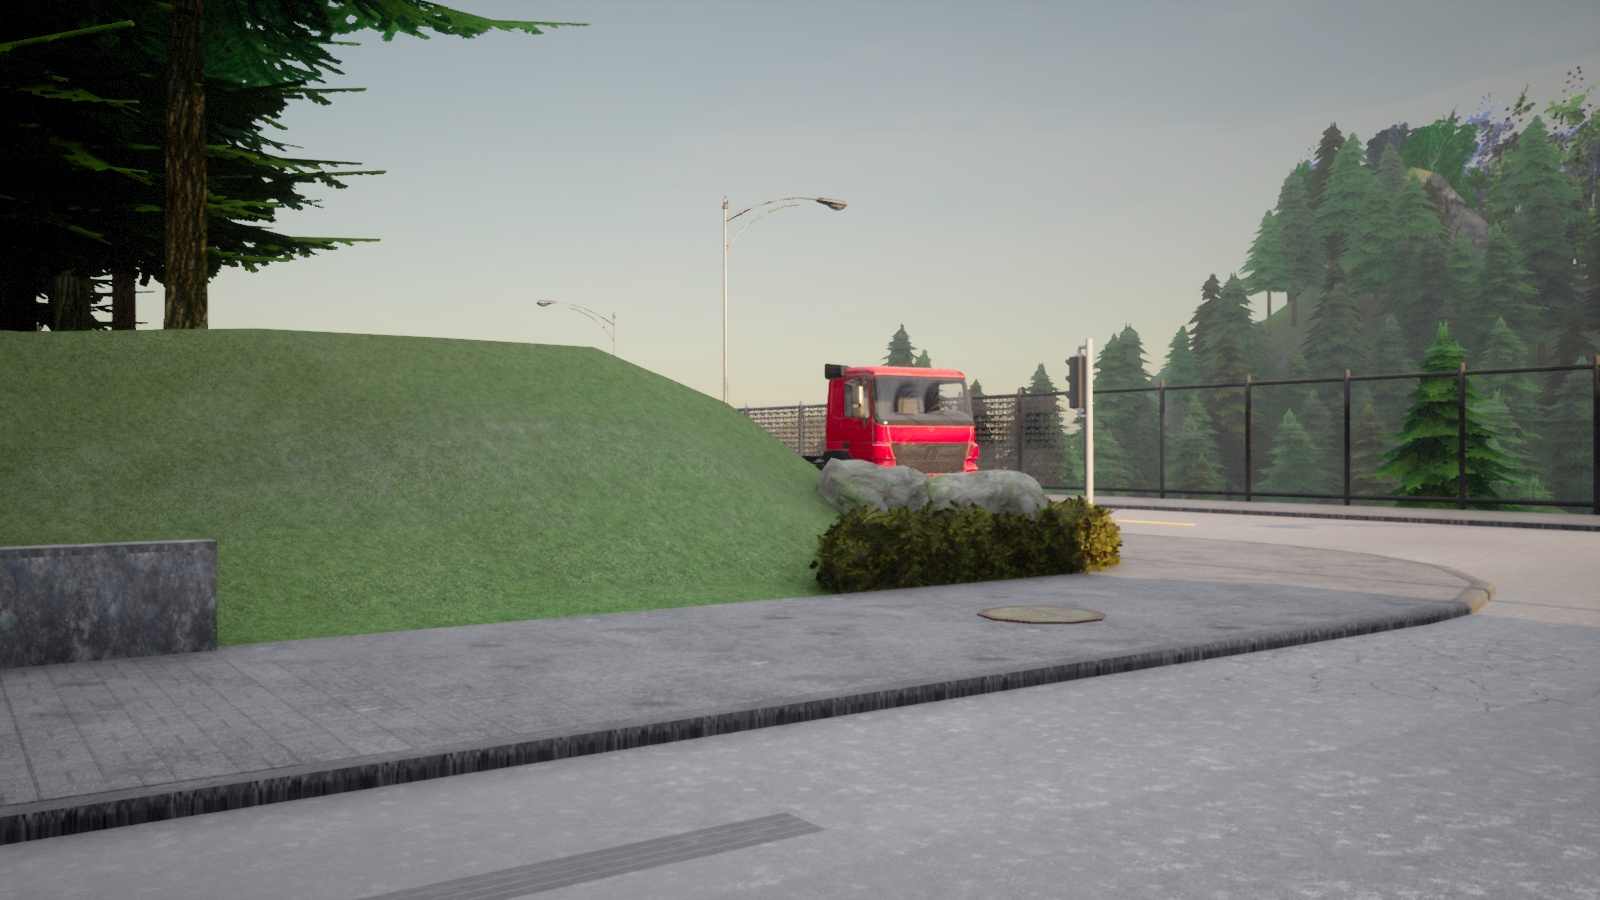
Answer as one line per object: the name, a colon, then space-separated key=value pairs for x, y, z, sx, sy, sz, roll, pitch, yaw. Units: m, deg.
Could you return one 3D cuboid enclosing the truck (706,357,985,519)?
truck: x=0.830 y=-0.258 z=30.910 sx=2.891 sy=3.462 sz=7.936 roll=0 pitch=0 yaw=-32
